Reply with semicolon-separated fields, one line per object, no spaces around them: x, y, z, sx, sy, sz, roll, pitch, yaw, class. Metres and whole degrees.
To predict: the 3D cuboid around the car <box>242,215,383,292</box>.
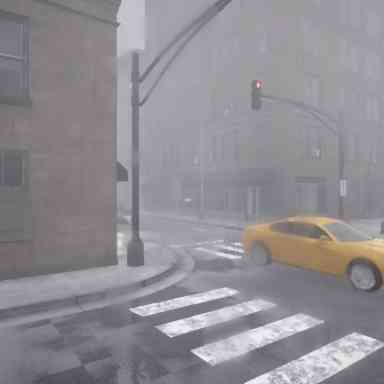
3.600;1.452;9.232;1.882;1.535;5.008;0;0;-36;car

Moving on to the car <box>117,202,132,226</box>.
-5.097;1.372;21.391;2.128;1.511;4.902;0;1;-36;car
